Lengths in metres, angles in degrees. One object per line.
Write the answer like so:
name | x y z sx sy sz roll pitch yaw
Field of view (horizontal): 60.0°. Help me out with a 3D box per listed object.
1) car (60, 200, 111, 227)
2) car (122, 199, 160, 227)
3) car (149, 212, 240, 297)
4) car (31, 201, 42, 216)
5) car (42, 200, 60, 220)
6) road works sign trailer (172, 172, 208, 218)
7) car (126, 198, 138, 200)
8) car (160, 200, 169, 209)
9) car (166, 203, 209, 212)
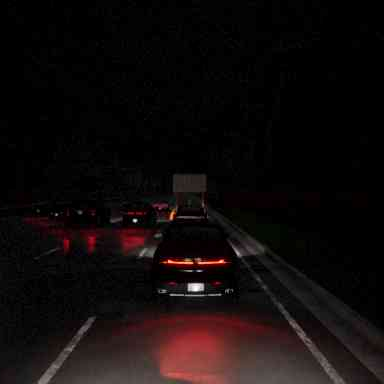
car | -7.055 1.352 23.047 2.097 1.767 4.553 0 0 0
car | -3.553 1.505 23.033 1.837 1.490 4.892 0 0 0
car | 0.055 1.505 8.544 1.837 1.490 4.892 0 0 0
car | -14.132 1.525 32.843 1.812 1.442 4.674 0 0 -1
car | -10.595 1.504 28.341 1.837 1.490 4.892 0 0 0
road works sign trailer | -0.166 0.464 22.800 2.380 3.560 2.880 0 0 -3
car | -7.194 1.491 40.576 2.128 1.511 4.902 0 0 0
car | -3.692 1.600 40.470 1.895 1.301 4.718 0 0 0
car | -0.045 1.488 18.930 2.128 1.511 4.902 0 0 1
